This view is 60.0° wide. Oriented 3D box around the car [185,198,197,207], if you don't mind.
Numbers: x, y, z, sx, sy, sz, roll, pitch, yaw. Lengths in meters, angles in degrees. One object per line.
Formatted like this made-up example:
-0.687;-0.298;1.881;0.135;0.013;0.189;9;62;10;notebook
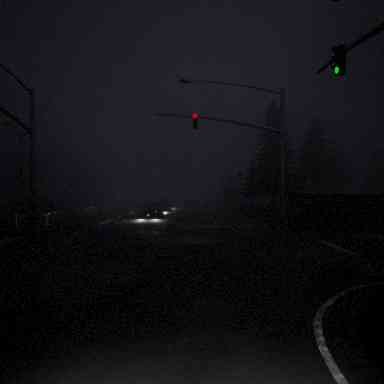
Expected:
-0.135;1.617;51.231;1.895;1.301;4.718;0;0;0;car

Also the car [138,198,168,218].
-3.681;1.557;30.578;2.033;1.411;5.357;0;0;0;car

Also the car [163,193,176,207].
-3.683;1.240;52.049;2.150;2.045;5.566;0;0;-3;car

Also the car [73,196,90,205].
-17.596;1.390;53.007;1.845;1.501;3.633;0;0;0;car

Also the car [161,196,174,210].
-3.702;1.560;40.844;2.033;1.411;5.357;0;0;0;car

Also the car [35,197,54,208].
-20.629;1.399;45.608;1.970;1.475;3.806;0;0;0;car
